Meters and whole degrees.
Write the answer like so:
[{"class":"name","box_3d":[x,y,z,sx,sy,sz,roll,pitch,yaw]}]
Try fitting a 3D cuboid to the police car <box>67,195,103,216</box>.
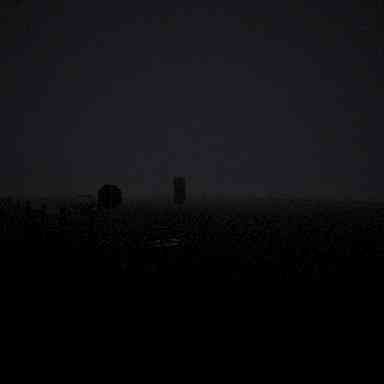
[{"class":"police car","box_3d":[-9.362,1.101,28.750,1.930,1.638,5.238,1,0,-36]}]
